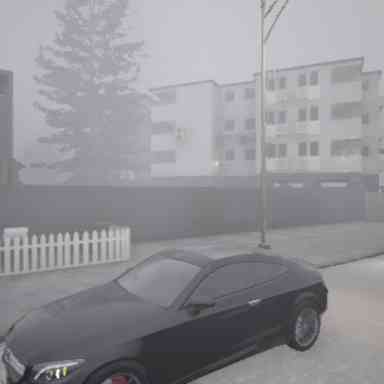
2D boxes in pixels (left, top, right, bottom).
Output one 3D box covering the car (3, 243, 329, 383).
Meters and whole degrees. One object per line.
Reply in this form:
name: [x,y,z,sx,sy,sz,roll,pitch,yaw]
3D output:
car: [0.044,1.522,4.637,4.674,1.442,1.812,-1,0,-36]
